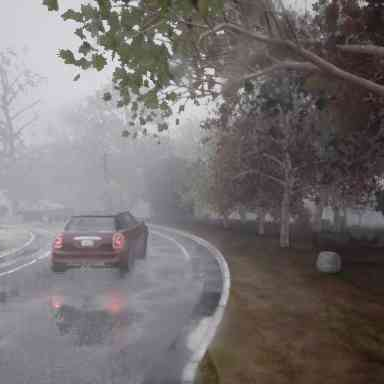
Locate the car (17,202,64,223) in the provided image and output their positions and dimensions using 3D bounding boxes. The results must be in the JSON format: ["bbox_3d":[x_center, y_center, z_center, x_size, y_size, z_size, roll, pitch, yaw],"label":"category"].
[{"bbox_3d":[-10.475,1.473,23.800,5.008,1.535,1.882,0,0,33],"label":"car"}]

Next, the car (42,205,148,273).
[{"bbox_3d":[-2.707,1.351,10.785,2.097,1.767,4.553,0,0,0],"label":"car"}]
